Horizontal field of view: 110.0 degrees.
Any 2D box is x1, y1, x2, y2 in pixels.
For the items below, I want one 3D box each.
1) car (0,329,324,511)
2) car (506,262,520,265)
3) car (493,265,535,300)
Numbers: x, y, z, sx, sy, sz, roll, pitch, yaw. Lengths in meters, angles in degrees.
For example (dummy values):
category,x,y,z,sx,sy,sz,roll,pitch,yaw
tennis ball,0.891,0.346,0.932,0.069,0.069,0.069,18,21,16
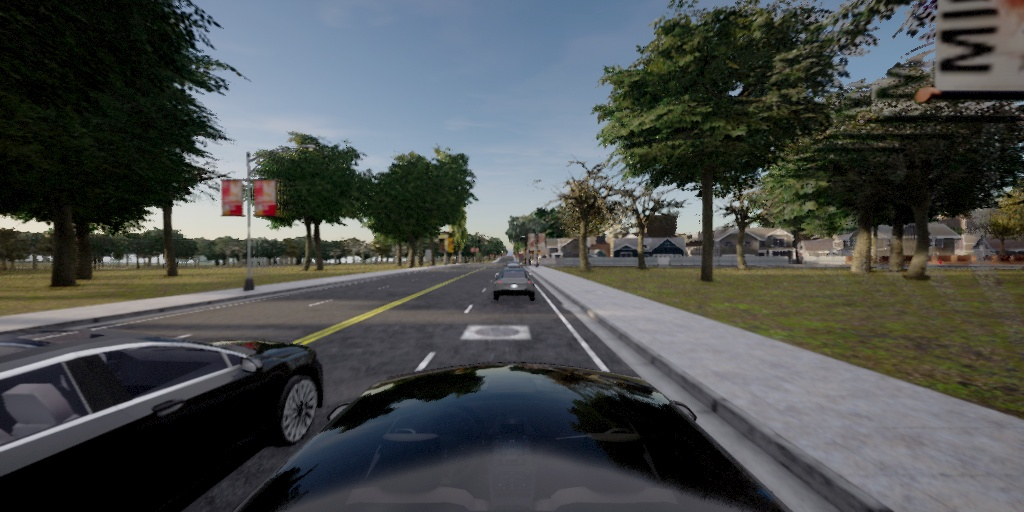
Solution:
category,x,y,z,sx,sy,sz,roll,pitch,yaw
car,-3.150,1.241,2.340,2.128,1.511,4.902,0,0,0
car,0.096,1.285,36.315,1.812,1.442,4.674,0,0,0
car,0.098,1.310,17.864,1.994,1.385,4.181,0,0,0
